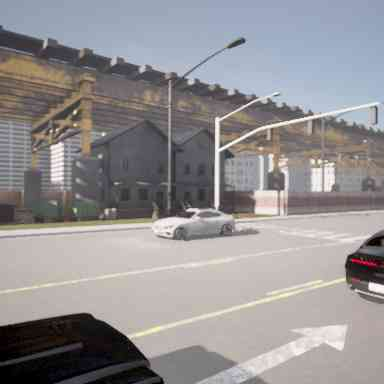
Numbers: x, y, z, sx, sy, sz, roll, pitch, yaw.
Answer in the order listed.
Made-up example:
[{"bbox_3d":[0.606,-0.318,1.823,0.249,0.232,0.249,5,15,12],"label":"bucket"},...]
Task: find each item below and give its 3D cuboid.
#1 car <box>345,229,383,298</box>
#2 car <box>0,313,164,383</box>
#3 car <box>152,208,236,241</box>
[{"bbox_3d":[5.468,1.560,7.680,4.892,1.490,1.837,0,0,-35],"label":"car"},{"bbox_3d":[-2.464,1.595,1.988,4.718,1.301,1.895,0,0,-36],"label":"car"},{"bbox_3d":[0.212,1.586,17.046,4.674,1.442,1.812,0,0,-36],"label":"car"}]
